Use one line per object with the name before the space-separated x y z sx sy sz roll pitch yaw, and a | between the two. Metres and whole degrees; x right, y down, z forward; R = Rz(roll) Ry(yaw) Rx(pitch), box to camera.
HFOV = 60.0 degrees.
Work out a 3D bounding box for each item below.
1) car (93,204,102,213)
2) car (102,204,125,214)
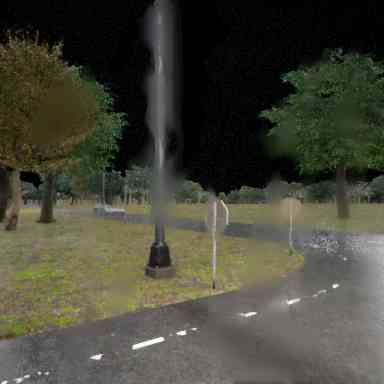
car | -16.678 2.912 61.179 2.097 1.767 4.553 2 -2 -34
car | -12.970 3.052 55.646 1.895 1.301 4.718 2 -2 -34
